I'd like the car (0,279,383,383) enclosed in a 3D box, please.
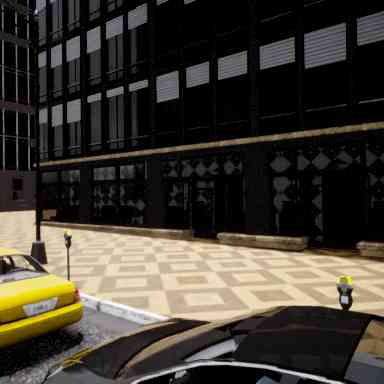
[{"bbox_3d":[0.703,1.566,2.345,4.313,1.339,1.947,0,-1,35],"label":"car"}]

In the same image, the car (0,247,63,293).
[{"bbox_3d":[-3.932,1.527,5.859,4.829,1.417,1.752,0,-1,35],"label":"car"}]
